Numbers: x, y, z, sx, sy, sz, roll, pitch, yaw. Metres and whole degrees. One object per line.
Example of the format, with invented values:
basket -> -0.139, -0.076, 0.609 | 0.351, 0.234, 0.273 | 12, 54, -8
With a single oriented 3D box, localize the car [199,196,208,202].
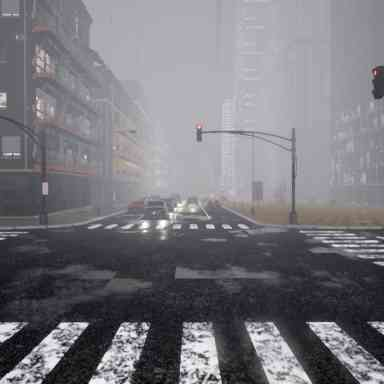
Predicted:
car -> 2.628, 1.548, 75.014 | 1.887, 1.381, 4.507 | -1, 0, 0

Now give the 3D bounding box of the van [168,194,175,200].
van -> -5.727, 1.350, 91.900 | 1.690, 1.788, 3.998 | -1, 0, 0

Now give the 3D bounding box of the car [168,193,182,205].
car -> -3.038, 1.225, 61.412 | 2.150, 2.045, 5.566 | 0, 0, 0

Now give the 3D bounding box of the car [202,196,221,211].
car -> 2.636, 1.540, 41.120 | 1.887, 1.381, 4.507 | -1, 0, 0

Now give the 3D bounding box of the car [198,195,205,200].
car -> 2.622, 1.535, 92.131 | 1.752, 1.417, 4.829 | -1, 0, 0

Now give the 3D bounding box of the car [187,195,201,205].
car -> 0.087, 1.476, 58.528 | 1.882, 1.535, 5.008 | 0, 0, 0

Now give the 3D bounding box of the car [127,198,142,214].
car -> -5.709, 1.540, 35.411 | 1.887, 1.381, 4.507 | -1, 0, 0

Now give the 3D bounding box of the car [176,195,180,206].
car -> -3.102, 1.522, 48.811 | 1.812, 1.442, 4.674 | 0, 0, 0

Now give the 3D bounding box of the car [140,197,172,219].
car -> -3.106, 1.501, 29.382 | 1.837, 1.490, 4.892 | 0, 0, 0

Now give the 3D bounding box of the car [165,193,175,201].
car -> -5.726, 1.322, 86.252 | 2.192, 1.841, 5.009 | -1, 0, 0

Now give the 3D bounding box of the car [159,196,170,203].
car -> -5.718, 1.584, 69.305 | 1.802, 1.307, 4.206 | -1, 0, 0

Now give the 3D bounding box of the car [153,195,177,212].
car -> -3.105, 1.473, 38.928 | 1.882, 1.535, 5.008 | 0, 0, 0

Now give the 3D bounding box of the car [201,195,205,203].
car -> 2.630, 1.551, 63.715 | 2.008, 1.369, 4.403 | -1, 0, 0

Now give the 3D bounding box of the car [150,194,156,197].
car -> -5.713, 1.436, 41.060 | 1.967, 1.590, 4.097 | -1, 0, 0
